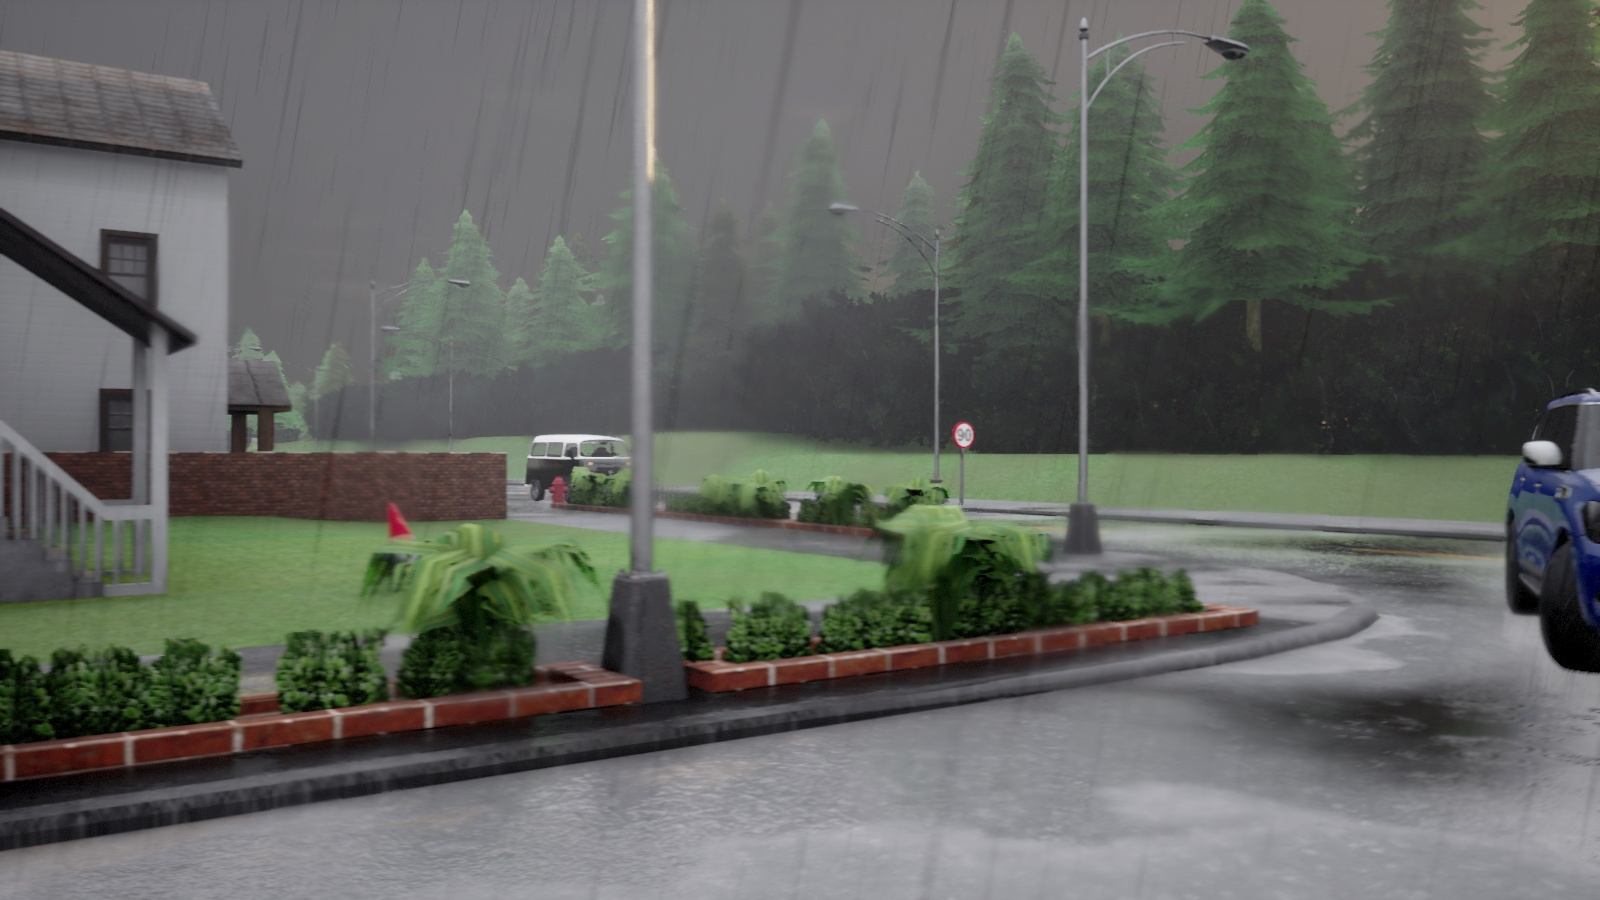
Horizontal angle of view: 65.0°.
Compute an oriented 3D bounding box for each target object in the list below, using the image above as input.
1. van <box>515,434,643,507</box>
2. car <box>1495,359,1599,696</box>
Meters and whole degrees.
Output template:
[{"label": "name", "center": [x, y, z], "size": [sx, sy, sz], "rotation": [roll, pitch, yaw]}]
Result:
[{"label": "van", "center": [-6.654, 0.574, 37.457], "size": [2.069, 2.038, 4.480], "rotation": [0, 0, -35]}, {"label": "car", "center": [6.860, 0.474, 9.749], "size": [2.150, 2.045, 5.566], "rotation": [0, 0, 25]}]
